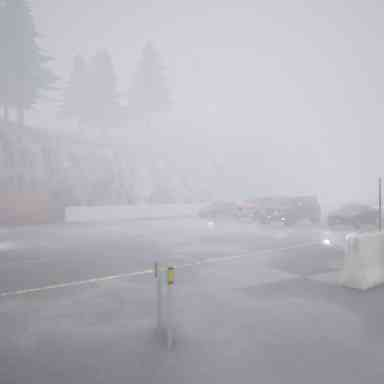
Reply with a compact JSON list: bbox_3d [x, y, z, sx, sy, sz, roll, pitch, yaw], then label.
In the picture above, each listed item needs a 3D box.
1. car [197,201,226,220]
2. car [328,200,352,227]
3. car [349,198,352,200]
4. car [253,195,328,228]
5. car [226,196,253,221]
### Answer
[{"bbox_3d":[2.586,1.576,28.874,4.892,1.490,1.837,0,0,-43],"label":"car"},{"bbox_3d":[10.818,1.533,22.190,5.008,1.535,1.882,0,0,-43],"label":"car"},{"bbox_3d":[29.067,1.745,59.678,1.895,1.301,4.718,0,0,34],"label":"car"},{"bbox_3d":[7.026,1.280,23.432,5.566,2.045,2.150,0,0,-42],"label":"car"},{"bbox_3d":[5.558,1.288,26.823,5.566,2.045,2.150,0,0,-43],"label":"car"}]
